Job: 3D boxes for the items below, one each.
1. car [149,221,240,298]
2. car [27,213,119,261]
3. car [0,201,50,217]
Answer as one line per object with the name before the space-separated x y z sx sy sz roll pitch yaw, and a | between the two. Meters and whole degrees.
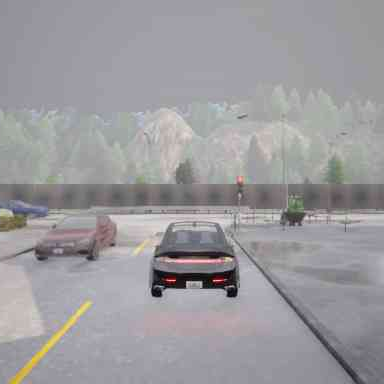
car | 0.064 1.491 8.533 2.128 1.511 4.902 0 0 1
car | -4.001 1.526 12.355 1.812 1.442 4.674 0 0 1
car | -14.427 1.478 27.577 5.008 1.535 1.882 0 0 1
